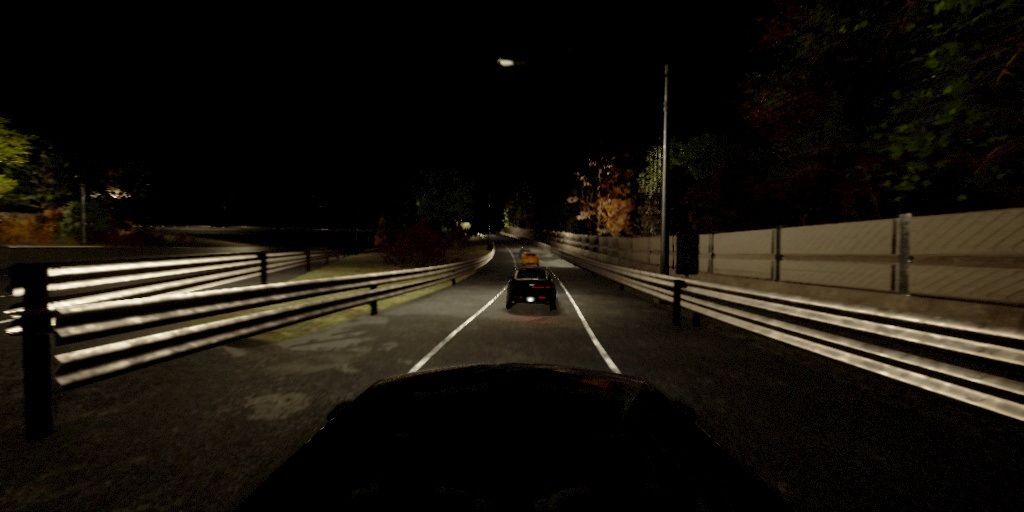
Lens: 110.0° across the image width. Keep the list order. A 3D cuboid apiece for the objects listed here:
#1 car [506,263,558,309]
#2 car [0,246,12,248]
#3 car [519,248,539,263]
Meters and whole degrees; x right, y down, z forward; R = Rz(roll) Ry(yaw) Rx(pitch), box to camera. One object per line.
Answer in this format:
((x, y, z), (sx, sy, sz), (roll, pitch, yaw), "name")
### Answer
((0.839, 1.248, 14.921), (1.837, 1.490, 4.892), (1, 0, 5), "car")
((-38.708, -0.007, 26.689), (1.812, 1.442, 4.674), (0, 1, -21), "car")
((2.131, 0.298, 42.366), (1.882, 1.535, 5.008), (1, 3, 0), "car")
